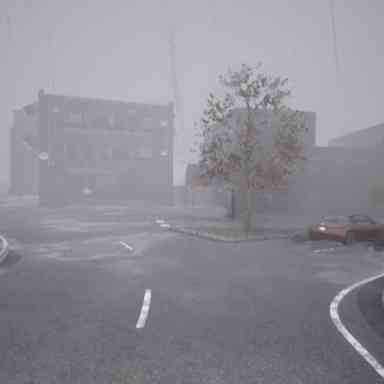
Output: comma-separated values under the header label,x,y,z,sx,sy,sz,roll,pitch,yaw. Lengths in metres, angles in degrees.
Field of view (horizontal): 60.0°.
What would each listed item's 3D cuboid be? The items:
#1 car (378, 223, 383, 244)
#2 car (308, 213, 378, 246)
label,x,y,z,sx,sy,sz,roll,pitch,yaw
car,10.053,1.542,13.405,4.553,1.767,2.097,4,-1,-28
car,7.399,1.665,15.479,4.181,1.385,1.994,3,-1,-30
